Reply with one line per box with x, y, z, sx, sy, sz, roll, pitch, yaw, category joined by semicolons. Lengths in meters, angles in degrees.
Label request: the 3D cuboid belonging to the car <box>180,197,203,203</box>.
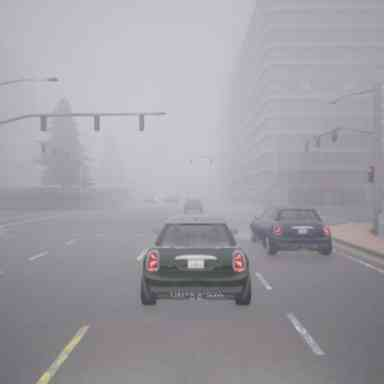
0.158;1.271;34.512;2.128;1.511;4.902;0;0;0;car

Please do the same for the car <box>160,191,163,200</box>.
-6.864;1.120;71.293;1.812;1.442;4.674;0;0;0;car

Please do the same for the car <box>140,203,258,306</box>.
0.086;1.305;8.110;2.097;1.767;4.553;0;0;0;car

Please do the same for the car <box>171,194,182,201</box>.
-3.364;1.121;71.241;2.128;1.511;4.902;0;0;0;car

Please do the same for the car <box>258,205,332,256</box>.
3.611;1.279;12.929;2.097;1.767;4.553;0;0;0;car

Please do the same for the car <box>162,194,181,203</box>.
-3.453;1.245;56.231;1.994;1.385;4.181;0;0;1;car

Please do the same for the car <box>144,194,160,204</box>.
-6.953;1.187;56.235;1.837;1.490;4.892;0;0;1;car
